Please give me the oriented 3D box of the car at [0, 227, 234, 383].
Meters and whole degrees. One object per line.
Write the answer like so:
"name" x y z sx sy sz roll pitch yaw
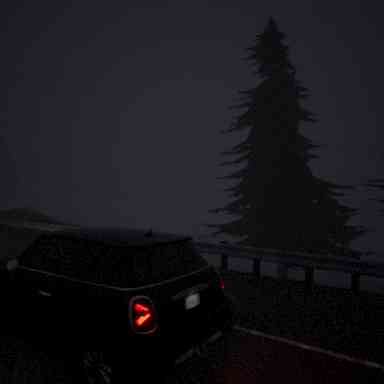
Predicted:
"car" -1.699 1.347 5.321 4.553 1.767 2.097 0 0 37
